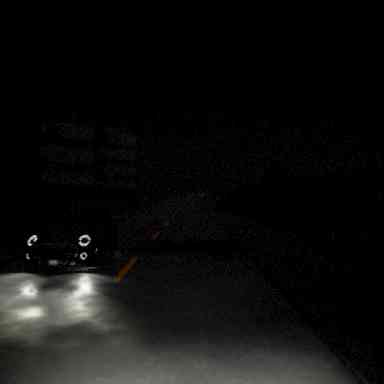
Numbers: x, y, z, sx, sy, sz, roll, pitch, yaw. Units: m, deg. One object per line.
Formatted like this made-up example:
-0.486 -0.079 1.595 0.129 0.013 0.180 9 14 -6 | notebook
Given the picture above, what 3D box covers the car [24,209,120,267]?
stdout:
-4.000 1.458 11.838 2.097 1.767 4.553 0 0 0 | car
